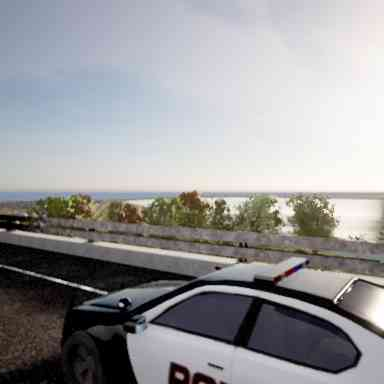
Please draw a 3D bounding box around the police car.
[{"bbox_3d":[0.580,1.511,3.462,4.974,1.542,2.038,0,0,36],"label":"police car"}]
